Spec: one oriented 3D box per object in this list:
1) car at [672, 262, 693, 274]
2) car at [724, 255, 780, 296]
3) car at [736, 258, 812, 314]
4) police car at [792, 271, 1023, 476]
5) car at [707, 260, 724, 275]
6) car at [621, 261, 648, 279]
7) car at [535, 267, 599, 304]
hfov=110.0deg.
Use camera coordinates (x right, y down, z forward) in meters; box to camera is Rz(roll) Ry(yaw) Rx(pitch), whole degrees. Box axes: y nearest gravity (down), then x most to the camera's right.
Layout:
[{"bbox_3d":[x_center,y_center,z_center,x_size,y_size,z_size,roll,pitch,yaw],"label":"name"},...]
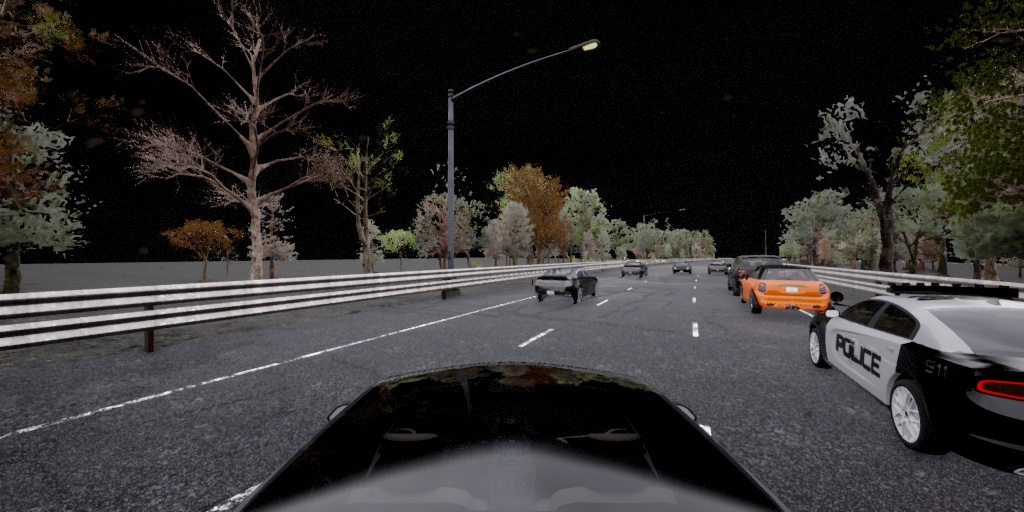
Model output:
[{"bbox_3d":[19.425,1.370,40.780,1.895,1.301,4.718,0,0,29],"label":"car"},{"bbox_3d":[12.686,0.978,18.753,2.150,2.045,5.566,0,0,27],"label":"car"},{"bbox_3d":[9.961,1.102,13.425,2.097,1.767,4.553,0,0,27],"label":"car"},{"bbox_3d":[5.618,1.175,4.712,1.930,1.638,5.238,0,0,26],"label":"police car"},{"bbox_3d":[22.535,1.262,39.295,2.128,1.511,4.902,0,0,30],"label":"car"},{"bbox_3d":[11.511,1.250,33.529,2.128,1.511,4.902,0,0,28],"label":"car"},{"bbox_3d":[2.640,1.242,16.518,2.128,1.511,4.902,0,0,27],"label":"car"}]
